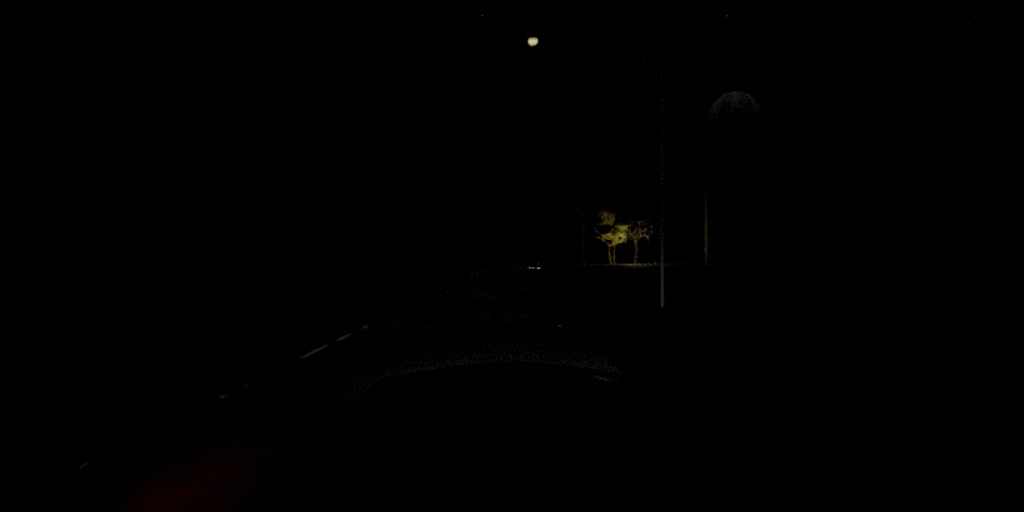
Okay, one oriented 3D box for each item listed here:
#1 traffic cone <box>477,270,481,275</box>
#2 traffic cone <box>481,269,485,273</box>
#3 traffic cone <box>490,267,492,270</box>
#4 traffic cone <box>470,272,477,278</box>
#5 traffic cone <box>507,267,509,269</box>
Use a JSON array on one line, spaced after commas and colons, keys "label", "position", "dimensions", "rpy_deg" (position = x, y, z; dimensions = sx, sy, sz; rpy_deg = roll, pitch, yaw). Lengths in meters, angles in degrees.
[{"label": "traffic cone", "position": [-3.859, 1.830, 39.698], "dimensions": [0.340, 0.580, 0.340], "rpy_deg": [0, 0, 0]}, {"label": "traffic cone", "position": [-3.860, 1.860, 44.698], "dimensions": [0.340, 0.580, 0.340], "rpy_deg": [0, 0, 0]}, {"label": "traffic cone", "position": [-3.195, 1.920, 55.037], "dimensions": [0.340, 0.580, 0.340], "rpy_deg": [0, 0, 9]}, {"label": "traffic cone", "position": [-3.858, 1.800, 34.698], "dimensions": [0.340, 0.580, 0.340], "rpy_deg": [0, 0, 0]}, {"label": "traffic cone", "position": [-0.732, 1.981, 65.165], "dimensions": [0.340, 0.580, 0.340], "rpy_deg": [0, 0, 19]}]
